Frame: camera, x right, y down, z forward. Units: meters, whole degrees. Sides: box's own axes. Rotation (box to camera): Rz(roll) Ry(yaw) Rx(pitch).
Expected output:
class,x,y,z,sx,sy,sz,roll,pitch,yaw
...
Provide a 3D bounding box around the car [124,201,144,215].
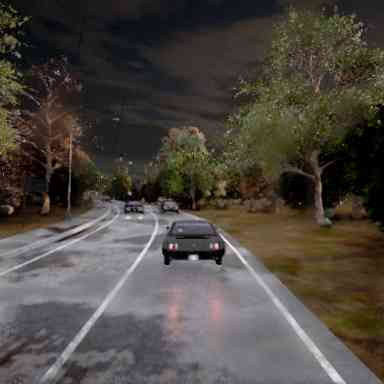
class,x,y,z,sx,sy,sz,roll,pitch,yaw
car,-5.918,1.595,34.059,1.994,1.385,4.181,1,0,-10

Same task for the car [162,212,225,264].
class,x,y,z,sx,sy,sz,roll,pitch,yaw
car,0.003,1.629,11.937,1.895,1.301,4.718,0,0,-1

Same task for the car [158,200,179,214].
class,x,y,z,sx,sy,sz,roll,pitch,yaw
car,-2.636,1.640,36.888,2.033,1.411,5.357,1,0,-11

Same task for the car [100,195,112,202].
class,x,y,z,sx,sy,sz,roll,pitch,yaw
car,-18.844,1.400,72.563,1.895,1.301,4.718,2,-1,-25
